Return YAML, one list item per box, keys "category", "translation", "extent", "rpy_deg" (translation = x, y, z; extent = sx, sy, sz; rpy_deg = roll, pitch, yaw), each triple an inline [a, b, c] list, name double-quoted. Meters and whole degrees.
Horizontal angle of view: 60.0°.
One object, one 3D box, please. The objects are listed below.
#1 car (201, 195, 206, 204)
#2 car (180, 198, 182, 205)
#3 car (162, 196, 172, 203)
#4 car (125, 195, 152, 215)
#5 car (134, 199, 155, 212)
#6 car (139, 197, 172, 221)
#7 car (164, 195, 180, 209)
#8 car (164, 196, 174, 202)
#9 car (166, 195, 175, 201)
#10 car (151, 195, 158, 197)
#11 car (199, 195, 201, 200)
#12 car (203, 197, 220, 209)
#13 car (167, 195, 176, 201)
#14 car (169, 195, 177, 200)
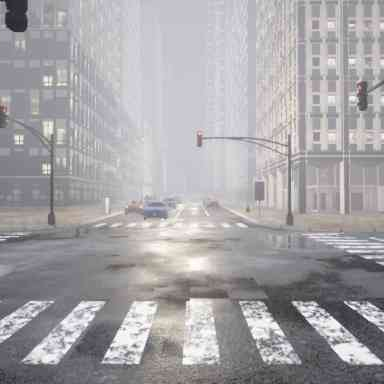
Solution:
- category: "car"
  translation: [2.852, 1.547, 56.356]
  extent: [1.752, 1.417, 4.829]
  rpy_deg: [1, 0, 0]
- category: "car"
  translation: [-2.874, 1.530, 61.335]
  extent: [1.837, 1.490, 4.892]
  rpy_deg: [0, 0, 1]
- category: "car"
  translation: [-5.487, 1.573, 72.866]
  extent: [1.887, 1.381, 4.507]
  rpy_deg: [1, 0, 0]
- category: "car"
  translation: [-5.586, 1.453, 33.840]
  extent: [1.967, 1.590, 4.097]
  rpy_deg: [1, 0, 0]
- category: "car"
  translation: [-5.574, 1.597, 39.415]
  extent: [1.802, 1.307, 4.206]
  rpy_deg: [1, 0, 0]
- category: "car"
  translation: [-2.957, 1.488, 27.907]
  extent: [1.882, 1.535, 5.008]
  rpy_deg: [0, 0, -2]
- category: "car"
  translation: [-2.979, 1.523, 44.757]
  extent: [1.837, 1.490, 4.892]
  rpy_deg: [0, 0, 0]
- category: "car"
  translation: [-5.472, 1.582, 78.441]
  extent: [2.008, 1.369, 4.403]
  rpy_deg: [1, 0, 0]
- category: "car"
  translation: [-5.458, 1.578, 84.016]
  extent: [1.887, 1.381, 4.507]
  rpy_deg: [1, 0, 0]
- category: "car"
  translation: [-5.554, 1.332, 44.990]
  extent: [2.192, 1.841, 5.009]
  rpy_deg: [1, 0, 0]
- category: "car"
  translation: [2.864, 1.590, 61.763]
  extent: [1.947, 1.339, 4.313]
  rpy_deg: [1, 0, 0]
- category: "car"
  translation: [2.820, 1.599, 45.030]
  extent: [1.802, 1.307, 4.206]
  rpy_deg: [1, 0, 0]
- category: "car"
  translation: [-5.443, 1.587, 89.591]
  extent: [2.008, 1.369, 4.403]
  rpy_deg: [1, 0, 0]
- category: "car"
  translation: [-5.429, 1.605, 95.167]
  extent: [1.947, 1.339, 4.313]
  rpy_deg: [1, 0, 0]
